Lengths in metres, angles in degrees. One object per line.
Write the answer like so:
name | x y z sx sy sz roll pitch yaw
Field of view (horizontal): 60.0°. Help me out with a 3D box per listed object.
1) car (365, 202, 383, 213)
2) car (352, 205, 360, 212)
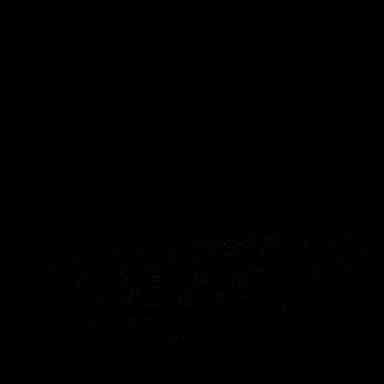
car | 23.717 1.912 40.892 1.887 1.381 4.507 0 -1 -36
car | 20.323 1.951 45.589 1.752 1.417 4.829 0 -1 -36
